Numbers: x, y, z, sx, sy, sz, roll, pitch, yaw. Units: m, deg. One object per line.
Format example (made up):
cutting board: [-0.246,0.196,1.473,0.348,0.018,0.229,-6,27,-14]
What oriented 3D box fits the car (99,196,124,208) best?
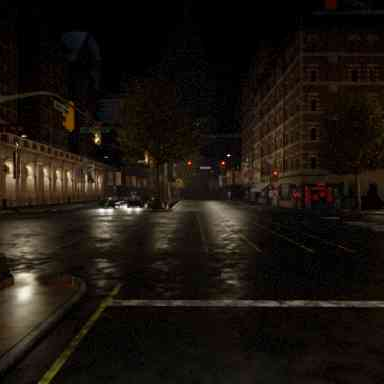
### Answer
car: [-11.491,1.491,47.250,2.128,1.511,4.902,0,0,0]

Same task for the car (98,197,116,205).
car: [-14.714,1.595,57.804,1.895,1.301,4.718,0,0,0]

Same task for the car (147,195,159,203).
car: [-7.958,1.477,68.146,1.882,1.535,5.008,0,0,0]

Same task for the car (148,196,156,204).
car: [-7.964,1.505,57.805,1.837,1.490,4.892,0,0,0]

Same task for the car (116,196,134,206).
car: [-11.465,1.491,57.242,2.128,1.511,4.902,0,0,0]

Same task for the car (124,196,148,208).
car: [-7.990,1.564,47.620,1.994,1.385,4.181,0,0,1]

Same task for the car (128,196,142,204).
car: [-11.458,1.491,67.318,2.128,1.511,4.902,0,0,0]
